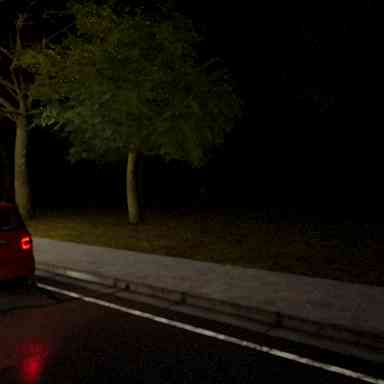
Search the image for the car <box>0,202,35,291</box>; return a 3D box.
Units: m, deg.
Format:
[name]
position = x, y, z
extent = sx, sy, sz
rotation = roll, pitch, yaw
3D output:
[car]
position = -5.929, 1.216, 7.725
extent = 5.566, 2.045, 2.150
rotation = 0, 0, 35
